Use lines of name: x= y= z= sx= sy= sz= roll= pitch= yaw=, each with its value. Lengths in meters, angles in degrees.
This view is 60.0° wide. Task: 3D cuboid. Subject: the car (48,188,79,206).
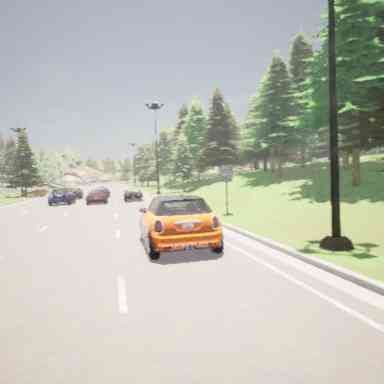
car: x=-13.246 y=0.358 z=34.020 sx=2.097 sy=1.767 sz=4.553 roll=-3 pitch=3 yaw=-13

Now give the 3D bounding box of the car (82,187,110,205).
car: x=-9.436 y=0.456 z=33.121 sx=1.994 sy=1.385 sz=4.181 roll=-3 pitch=3 yaw=-13

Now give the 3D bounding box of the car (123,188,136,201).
car: x=-6.423 y=0.252 z=35.816 sx=1.895 sy=1.301 sz=4.718 roll=-3 pitch=3 yaw=-13

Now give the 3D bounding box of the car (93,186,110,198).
car: x=-12.470 y=0.010 z=45.983 sx=1.994 sy=1.385 sz=4.181 roll=-3 pitch=3 yaw=-12

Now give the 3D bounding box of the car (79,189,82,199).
car: x=-15.729 y=0.167 z=44.540 sx=1.812 sy=1.442 sz=4.674 roll=-3 pitch=3 yaw=-13

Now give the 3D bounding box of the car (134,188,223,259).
car: x=-0.586 y=0.867 z=10.948 sx=2.097 sy=1.767 sz=4.553 roll=-3 pitch=3 yaw=-13
